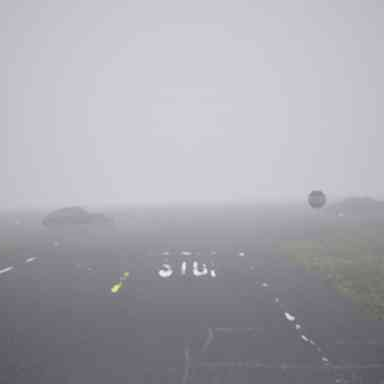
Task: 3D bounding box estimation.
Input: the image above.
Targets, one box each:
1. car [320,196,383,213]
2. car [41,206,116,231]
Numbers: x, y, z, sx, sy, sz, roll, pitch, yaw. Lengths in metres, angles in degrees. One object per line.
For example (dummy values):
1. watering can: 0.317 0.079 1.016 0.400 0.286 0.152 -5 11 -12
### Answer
1. car: 13.869 1.038 28.724 5.357 1.411 2.033 -1 2 0
2. car: -7.405 1.621 21.770 4.674 1.442 1.812 -4 0 0
